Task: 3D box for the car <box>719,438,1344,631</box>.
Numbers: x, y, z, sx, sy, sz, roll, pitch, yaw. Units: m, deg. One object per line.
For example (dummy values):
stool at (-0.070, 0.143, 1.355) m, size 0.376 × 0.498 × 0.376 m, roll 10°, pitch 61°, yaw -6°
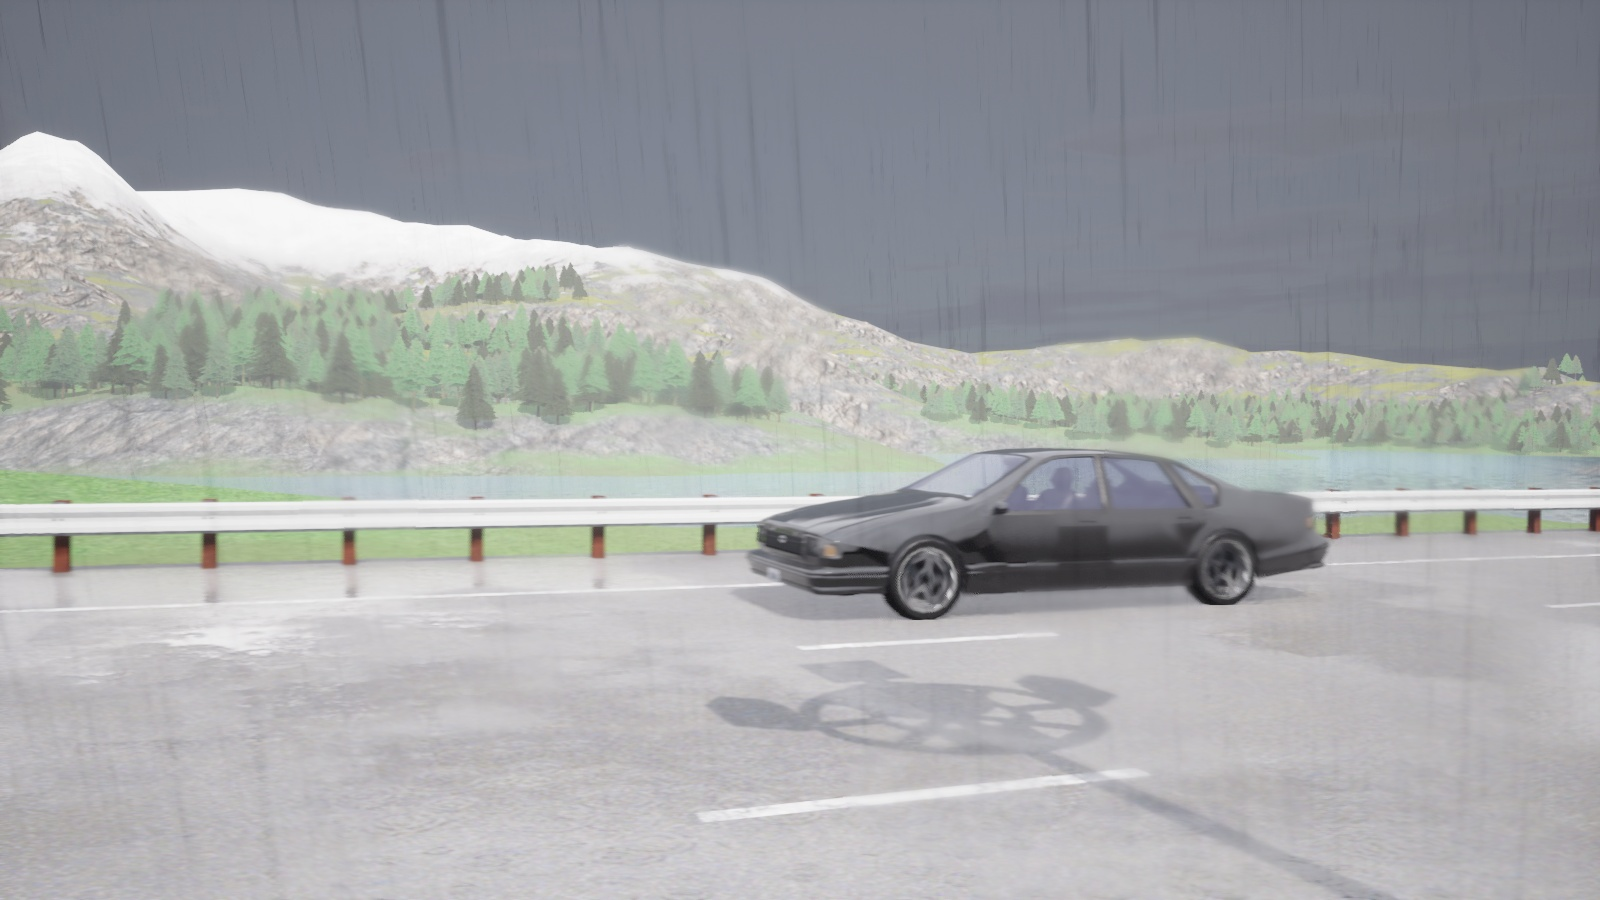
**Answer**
car at (2.132, 0.635, 11.535) m, size 5.357 × 1.411 × 2.033 m, roll -1°, pitch 1°, yaw -21°
